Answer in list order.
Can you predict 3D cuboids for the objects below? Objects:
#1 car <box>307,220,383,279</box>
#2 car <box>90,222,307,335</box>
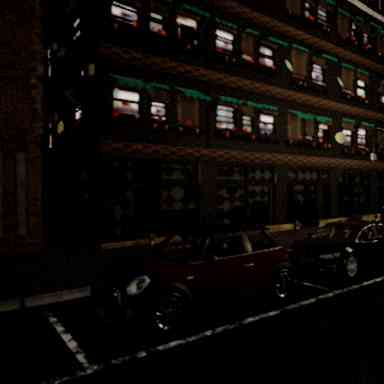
[{"bbox_3d":[4.672,1.540,9.874,4.403,1.369,2.008,0,-1,-36],"label":"car"},{"bbox_3d":[0.113,1.436,6.618,4.097,1.590,1.967,0,-1,-36],"label":"car"}]
